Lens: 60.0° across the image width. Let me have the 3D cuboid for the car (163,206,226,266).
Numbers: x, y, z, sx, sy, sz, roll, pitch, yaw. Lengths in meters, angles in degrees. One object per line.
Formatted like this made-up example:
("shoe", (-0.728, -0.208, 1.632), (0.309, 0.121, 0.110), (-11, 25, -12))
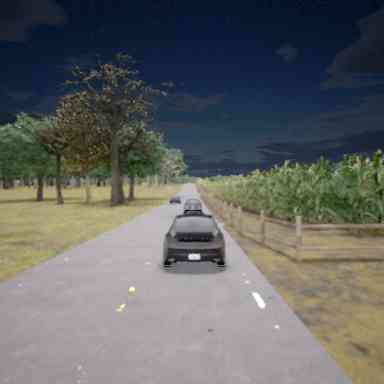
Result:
("car", (0.075, 1.466, 11.352), (1.837, 1.490, 4.892), (0, 1, 0))

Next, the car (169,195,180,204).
("car", (-2.743, 1.220, 55.382), (2.033, 1.411, 5.357), (0, 1, 0))

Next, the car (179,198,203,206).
("car", (0.100, 1.388, 33.078), (2.033, 1.411, 5.357), (0, 0, 0))
